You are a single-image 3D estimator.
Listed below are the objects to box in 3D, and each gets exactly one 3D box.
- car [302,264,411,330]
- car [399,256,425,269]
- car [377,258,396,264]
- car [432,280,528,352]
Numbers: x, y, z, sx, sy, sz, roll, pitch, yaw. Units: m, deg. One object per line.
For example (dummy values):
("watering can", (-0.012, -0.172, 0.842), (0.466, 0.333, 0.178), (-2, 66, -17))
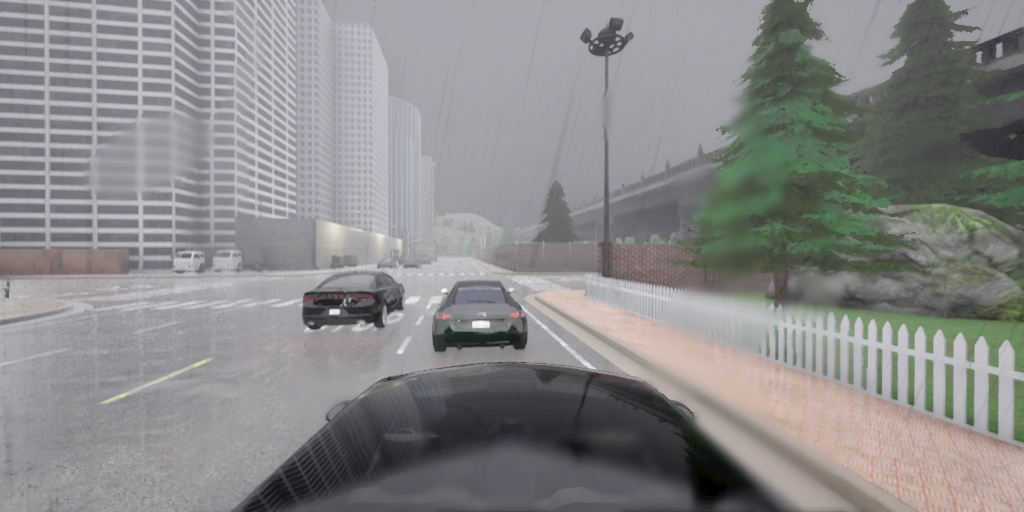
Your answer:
("car", (-4.568, 1.177, 11.056), (1.882, 1.535, 5.008), (0, 0, -7))
("car", (-13.472, 1.047, 48.602), (2.033, 1.411, 5.357), (0, 0, -8))
("car", (-17.034, 1.023, 48.817), (1.812, 1.442, 4.674), (0, 0, -8))
("car", (-0.821, 1.276, 8.882), (1.994, 1.385, 4.181), (0, 0, -7))
